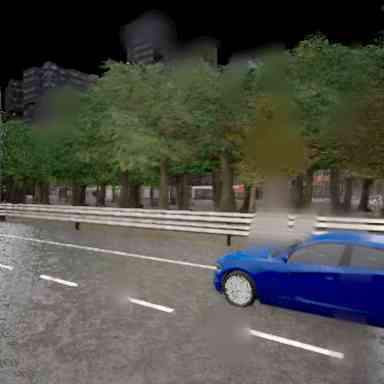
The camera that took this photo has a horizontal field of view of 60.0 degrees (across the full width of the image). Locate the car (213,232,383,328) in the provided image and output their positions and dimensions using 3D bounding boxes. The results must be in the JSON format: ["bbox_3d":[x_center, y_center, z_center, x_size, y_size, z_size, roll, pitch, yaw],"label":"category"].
[{"bbox_3d":[2.736,1.496,6.217,5.008,1.535,1.882,0,0,36],"label":"car"}]
